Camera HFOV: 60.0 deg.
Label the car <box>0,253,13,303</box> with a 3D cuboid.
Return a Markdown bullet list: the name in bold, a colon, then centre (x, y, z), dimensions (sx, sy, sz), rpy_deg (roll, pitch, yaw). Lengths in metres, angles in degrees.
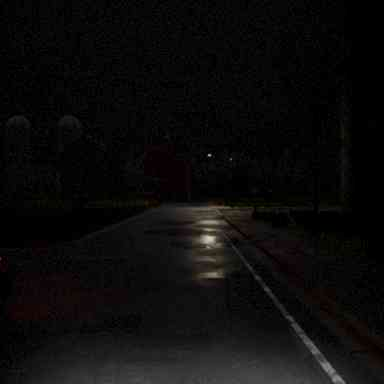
- **car**: centre (-5.485, 1.363, 5.155), dimensions (2.097, 1.767, 4.553), rpy_deg (0, 0, 41)
